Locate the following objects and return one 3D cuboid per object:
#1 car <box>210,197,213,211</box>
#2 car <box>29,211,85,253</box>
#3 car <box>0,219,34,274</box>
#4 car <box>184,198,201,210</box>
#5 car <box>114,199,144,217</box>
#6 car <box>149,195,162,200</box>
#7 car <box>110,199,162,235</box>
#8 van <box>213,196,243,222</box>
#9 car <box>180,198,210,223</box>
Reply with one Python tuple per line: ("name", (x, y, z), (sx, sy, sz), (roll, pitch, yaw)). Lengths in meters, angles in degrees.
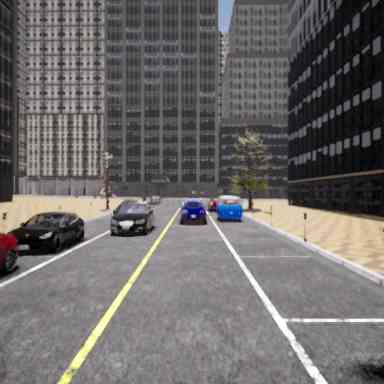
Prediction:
("car", (2.720, 1.228, 36.000), (1.967, 1.590, 4.097), (1, 0, 0))
("car", (-5.675, 1.487, 13.444), (1.947, 1.339, 4.313), (1, 0, 0))
("car", (-5.678, 1.536, 7.802), (1.802, 1.307, 4.206), (1, 0, 0))
("car", (0.111, 1.366, 39.657), (1.895, 1.301, 4.718), (0, 0, 0))
("car", (-5.666, 1.387, 30.372), (1.947, 1.339, 4.313), (1, 0, 0))
("car", (-5.782, 1.236, 52.940), (2.008, 1.369, 4.403), (1, 0, 0))
("car", (-3.091, 1.386, 18.061), (2.128, 1.511, 4.902), (0, 0, 0))
("van", (2.715, 1.196, 24.717), (1.690, 1.788, 3.998), (1, 0, 0))
("car", (0.107, 1.386, 23.819), (1.812, 1.442, 4.674), (0, 0, 0))
